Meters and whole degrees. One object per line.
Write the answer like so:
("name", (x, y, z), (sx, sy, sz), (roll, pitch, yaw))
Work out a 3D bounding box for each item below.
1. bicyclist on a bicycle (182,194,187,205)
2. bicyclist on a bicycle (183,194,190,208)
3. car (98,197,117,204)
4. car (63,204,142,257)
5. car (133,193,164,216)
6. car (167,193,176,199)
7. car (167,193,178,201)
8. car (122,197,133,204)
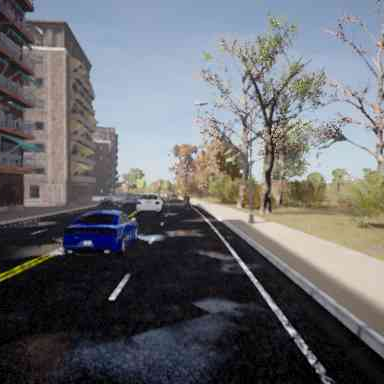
("bicyclist on a bicycle", (-1.142, 1.160, 52.117), (0.659, 1.776, 1.843), (0, 0, -4))
("bicyclist on a bicycle", (-0.455, 1.284, 42.217), (0.582, 1.620, 1.656), (0, 0, -4))
("car", (-11.395, 1.395, 45.161), (1.994, 1.385, 4.181), (0, 0, -4))
("car", (-3.308, 1.431, 12.855), (1.882, 1.535, 5.008), (0, 0, -1))
("car", (-3.926, 1.101, 31.488), (2.150, 2.045, 5.566), (0, 0, -3))
("car", (-5.370, 0.986, 85.752), (2.128, 1.511, 4.902), (0, 0, -8))
("car", (-4.084, 1.173, 74.334), (1.882, 1.535, 5.008), (0, 0, -6))
("car", (-8.062, 1.379, 44.046), (2.033, 1.411, 5.357), (0, 0, -3))
